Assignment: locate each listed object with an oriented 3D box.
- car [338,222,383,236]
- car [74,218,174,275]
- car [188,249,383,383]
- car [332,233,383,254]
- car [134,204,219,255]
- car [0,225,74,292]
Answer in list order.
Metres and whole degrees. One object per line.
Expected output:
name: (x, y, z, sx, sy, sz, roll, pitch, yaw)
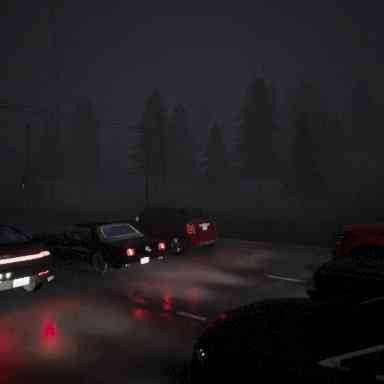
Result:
car: (6.413, 1.222, 8.020, 5.566, 2.045, 2.150, 0, 0, 35)
car: (-3.076, 1.598, 10.474, 4.718, 1.301, 1.895, 0, 0, 37)
car: (2.199, 1.492, 2.408, 4.902, 1.511, 2.128, 0, 0, 36)
car: (4.353, 1.601, 5.191, 4.718, 1.301, 1.895, 0, 0, 35)
car: (-1.256, 1.349, 13.480, 4.553, 1.767, 2.097, 0, 0, 36)
car: (-5.205, 1.489, 7.698, 4.902, 1.511, 2.128, 0, 0, 35)
